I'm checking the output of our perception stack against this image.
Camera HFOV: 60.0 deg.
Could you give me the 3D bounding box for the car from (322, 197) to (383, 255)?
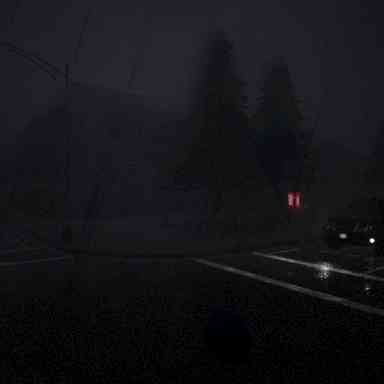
[{"bbox_3d":[7.713,1.248,13.737,5.566,2.045,2.150,0,0,-37],"label":"car"}]
